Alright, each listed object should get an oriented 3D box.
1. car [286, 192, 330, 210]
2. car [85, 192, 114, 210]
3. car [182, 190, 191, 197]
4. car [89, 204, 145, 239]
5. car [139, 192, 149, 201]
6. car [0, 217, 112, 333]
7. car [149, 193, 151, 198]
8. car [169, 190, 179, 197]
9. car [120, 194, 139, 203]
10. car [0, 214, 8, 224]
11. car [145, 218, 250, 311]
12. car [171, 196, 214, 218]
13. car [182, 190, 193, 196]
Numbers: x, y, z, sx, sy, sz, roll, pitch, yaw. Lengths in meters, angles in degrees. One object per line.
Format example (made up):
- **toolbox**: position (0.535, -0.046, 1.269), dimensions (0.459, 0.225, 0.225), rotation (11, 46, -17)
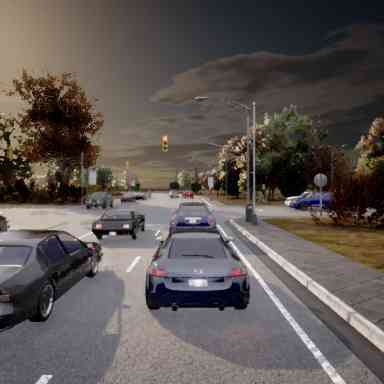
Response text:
- **car**: position (13.988, 0.991, 37.509), dimensions (5.566, 2.045, 2.150), rotation (0, 0, -3)
- **car**: position (-10.774, 0.979, 39.260), dimensions (2.150, 2.045, 5.566), rotation (0, 0, 0)
- **car**: position (-1.671, 0.388, 94.164), dimensions (2.097, 1.767, 4.553), rotation (0, 1, -7)
- **car**: position (-3.492, 1.517, 16.750), dimensions (1.895, 1.301, 4.718), rotation (0, 0, -1)
- **car**: position (-10.877, 1.107, 69.800), dimensions (1.895, 1.301, 4.718), rotation (0, 1, -1)
- **car**: position (-3.423, 1.527, 7.106), dimensions (2.033, 1.411, 5.357), rotation (0, 0, -1)
- **car**: position (-11.443, 0.843, 84.799), dimensions (2.128, 1.511, 4.902), rotation (0, 1, -3)
- **car**: position (-4.394, 0.882, 84.193), dimensions (1.994, 1.385, 4.181), rotation (0, 1, -4)
- **car**: position (-10.843, 1.112, 56.457), dimensions (1.882, 1.535, 5.008), rotation (0, 0, 0)
- **car**: position (-10.669, 1.486, 15.877), dimensions (1.994, 1.385, 4.181), rotation (0, 0, 0)
- **car**: position (0.074, 1.540, 7.798), dimensions (1.994, 1.385, 4.181), rotation (0, 0, -1)
- **car**: position (0.029, 1.270, 16.431), dimensions (2.097, 1.767, 4.553), rotation (0, 0, 0)
- **car**: position (-0.845, 0.561, 83.517), dimensions (2.150, 2.045, 5.566), rotation (0, 1, -4)
